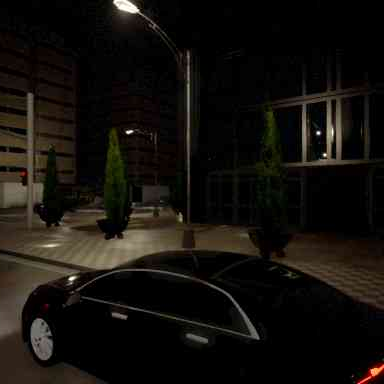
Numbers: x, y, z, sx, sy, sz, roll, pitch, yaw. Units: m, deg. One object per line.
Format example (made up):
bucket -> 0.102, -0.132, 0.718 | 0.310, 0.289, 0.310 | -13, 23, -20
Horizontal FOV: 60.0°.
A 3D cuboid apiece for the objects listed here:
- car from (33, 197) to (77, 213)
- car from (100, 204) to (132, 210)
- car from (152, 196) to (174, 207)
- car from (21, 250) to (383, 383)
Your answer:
car -> -15.032, 1.408, 36.538 | 2.097, 1.767, 4.553 | 0, 0, 35
car -> -9.910, 1.581, 43.788 | 1.812, 1.442, 4.674 | 0, 0, 35
car -> -4.144, 1.407, 51.964 | 2.097, 1.767, 4.553 | 0, 0, 35
car -> -0.215, 1.505, 4.143 | 4.892, 1.490, 1.837 | 0, 0, 36
